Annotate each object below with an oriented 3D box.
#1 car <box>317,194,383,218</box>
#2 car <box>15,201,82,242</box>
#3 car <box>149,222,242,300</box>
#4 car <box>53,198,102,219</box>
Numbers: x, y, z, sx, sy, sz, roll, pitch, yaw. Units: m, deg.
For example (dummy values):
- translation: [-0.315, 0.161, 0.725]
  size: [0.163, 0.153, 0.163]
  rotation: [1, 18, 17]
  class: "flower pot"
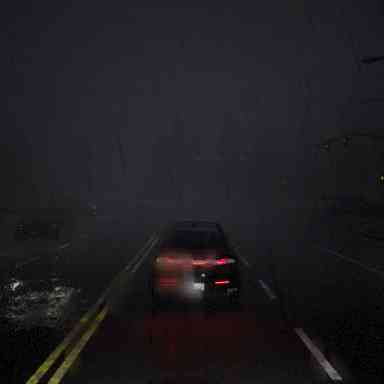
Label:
- translation: [13.744, 1.164, 28.784]
  size: [5.566, 2.045, 2.150]
  rotation: [0, 0, 0]
  class: "car"
- translation: [-7.144, 1.477, 16.828]
  size: [1.882, 1.535, 5.008]
  rotation: [1, 0, -8]
  class: "car"
- translation: [0.071, 1.491, 8.393]
  size: [2.128, 1.511, 4.902]
  rotation: [0, 0, 0]
  class: "car"
- translation: [-10.130, 1.316, 28.708]
  size: [4.553, 1.767, 2.097]
  rotation: [0, 0, 0]
  class: "car"
